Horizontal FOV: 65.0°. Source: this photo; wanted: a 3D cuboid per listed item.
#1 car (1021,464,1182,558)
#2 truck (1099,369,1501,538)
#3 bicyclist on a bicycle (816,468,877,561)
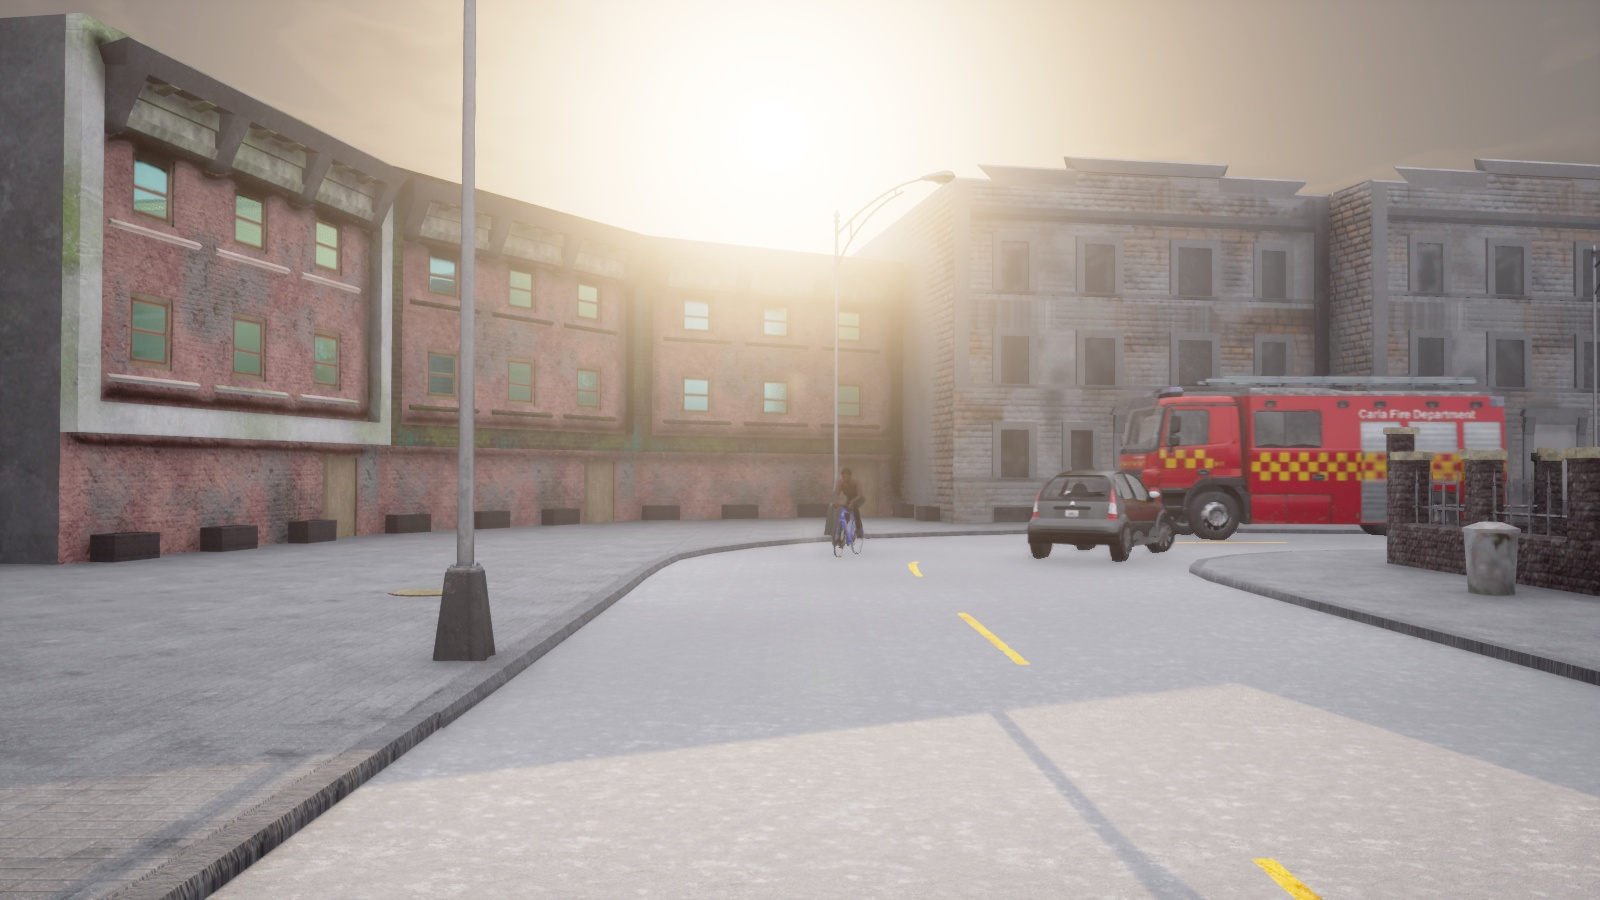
[{"bbox_3d":[5.781,1.089,23.757,1.851,1.617,3.988,-1,-1,31],"label":"car"},{"bbox_3d":[11.774,0.109,30.161,8.468,3.827,2.891,0,-1,0],"label":"truck"},{"bbox_3d":[0.862,1.151,22.965,0.582,1.620,1.656,1,0,22],"label":"bicyclist on a bicycle"}]
